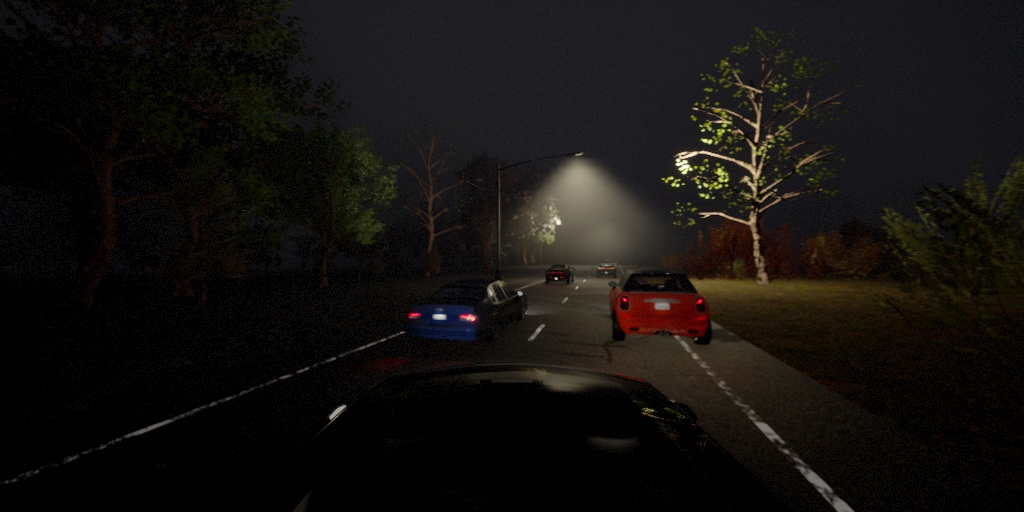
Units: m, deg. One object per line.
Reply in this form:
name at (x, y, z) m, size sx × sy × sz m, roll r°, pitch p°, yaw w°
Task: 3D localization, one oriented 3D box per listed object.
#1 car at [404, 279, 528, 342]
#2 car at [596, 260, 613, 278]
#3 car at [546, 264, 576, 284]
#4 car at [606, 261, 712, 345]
car at (-0.920, 1.346, 10.006) m, size 2.033 × 1.411 × 5.357 m, roll 0°, pitch 0°, yaw 14°
car at (9.541, 1.392, 35.983) m, size 2.128 × 1.511 × 4.902 m, roll 0°, pitch 0°, yaw 16°
car at (3.851, 1.386, 28.329) m, size 1.837 × 1.490 × 4.892 m, roll 0°, pitch 0°, yaw 15°
car at (3.812, 1.132, 9.929) m, size 2.097 × 1.767 × 4.553 m, roll 0°, pitch 0°, yaw 14°
